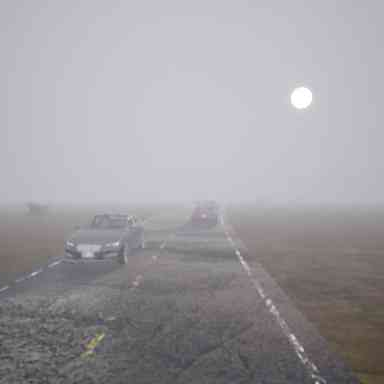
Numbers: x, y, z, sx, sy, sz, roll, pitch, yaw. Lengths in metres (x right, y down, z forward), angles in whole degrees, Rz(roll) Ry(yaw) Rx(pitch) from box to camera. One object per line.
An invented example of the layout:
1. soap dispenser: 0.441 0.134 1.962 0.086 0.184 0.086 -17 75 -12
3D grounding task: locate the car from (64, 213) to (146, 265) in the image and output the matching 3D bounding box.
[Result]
1. car: -2.867 1.522 11.863 2.128 1.511 4.902 0 0 2

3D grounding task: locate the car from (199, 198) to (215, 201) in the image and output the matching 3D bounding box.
1. car: 2.361 1.679 42.396 1.994 1.385 4.181 0 0 6

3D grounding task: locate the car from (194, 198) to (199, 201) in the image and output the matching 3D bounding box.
1. car: 1.320 1.721 59.669 1.994 1.385 4.181 0 0 8

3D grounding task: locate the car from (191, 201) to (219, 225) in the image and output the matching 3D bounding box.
1. car: 0.955 1.633 25.054 1.994 1.385 4.181 0 0 3
